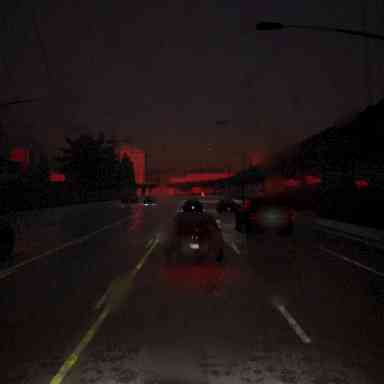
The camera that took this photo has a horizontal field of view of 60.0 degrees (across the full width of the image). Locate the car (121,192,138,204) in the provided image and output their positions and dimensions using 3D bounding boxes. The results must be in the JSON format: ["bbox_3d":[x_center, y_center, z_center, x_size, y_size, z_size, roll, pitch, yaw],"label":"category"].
[{"bbox_3d":[-10.566,0.999,56.808,2.150,2.045,5.566,0,1,0],"label":"car"}]

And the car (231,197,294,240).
[{"bbox_3d":[3.596,1.245,17.396,2.150,2.045,5.566,0,0,0],"label":"car"}]

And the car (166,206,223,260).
[{"bbox_3d":[0.092,1.517,12.735,1.882,1.535,5.008,0,0,0],"label":"car"}]

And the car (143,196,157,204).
[{"bbox_3d":[-7.068,1.343,56.841,1.994,1.385,4.181,0,0,0],"label":"car"}]

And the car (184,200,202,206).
[{"bbox_3d":[0.093,1.483,34.372,1.994,1.385,4.181,0,0,0],"label":"car"}]

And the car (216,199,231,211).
[{"bbox_3d":[3.593,1.442,34.795,1.812,1.442,4.674,0,0,0],"label":"car"}]

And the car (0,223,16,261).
[{"bbox_3d":[-7.102,1.533,9.696,2.128,1.511,4.902,0,0,0],"label":"car"}]
